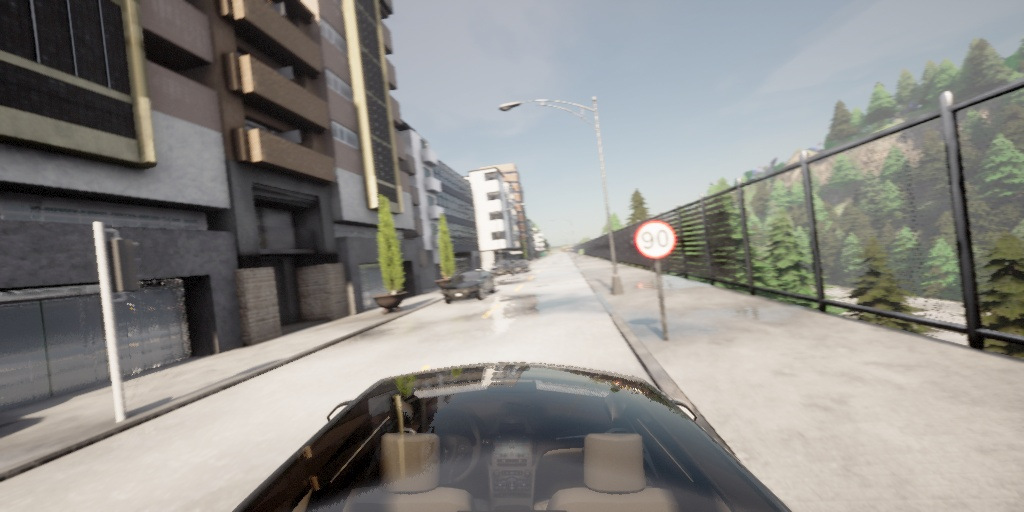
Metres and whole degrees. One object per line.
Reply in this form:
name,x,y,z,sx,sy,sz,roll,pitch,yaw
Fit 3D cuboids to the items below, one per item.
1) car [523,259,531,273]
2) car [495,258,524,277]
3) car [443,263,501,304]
car,1.066,1.170,40.429,1.837,1.490,4.892,-7,0,9
car,-0.566,0.930,29.687,1.882,1.535,5.008,-7,0,8
car,-2.163,1.500,19.225,1.882,1.535,5.008,-7,0,8
